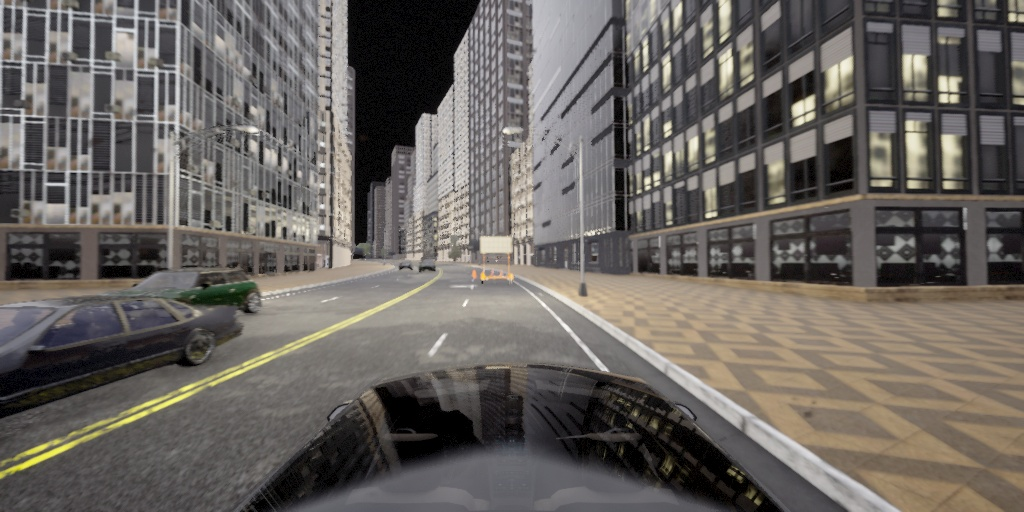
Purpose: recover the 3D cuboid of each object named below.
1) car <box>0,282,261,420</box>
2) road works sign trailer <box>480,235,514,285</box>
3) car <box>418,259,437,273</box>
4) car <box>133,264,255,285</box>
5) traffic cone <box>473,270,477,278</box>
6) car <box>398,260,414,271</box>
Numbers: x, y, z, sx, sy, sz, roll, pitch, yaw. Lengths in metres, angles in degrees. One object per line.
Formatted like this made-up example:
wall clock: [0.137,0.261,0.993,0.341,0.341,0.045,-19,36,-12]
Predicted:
car: [-6.638,1.344,5.298,2.033,1.411,5.357,0,0,-1]
road works sign trailer: [-1.159,0.237,26.283,2.380,3.560,2.880,0,0,-7]
car: [-10.760,1.181,45.828,2.097,1.767,4.553,0,0,-10]
car: [-10.076,1.170,11.058,2.097,1.767,4.553,0,0,-2]
traffic cone: [-3.382,1.744,33.061,0.340,0.580,0.340,0,0,-7]
car: [-15.293,1.354,51.883,1.837,1.490,4.892,0,0,-12]
